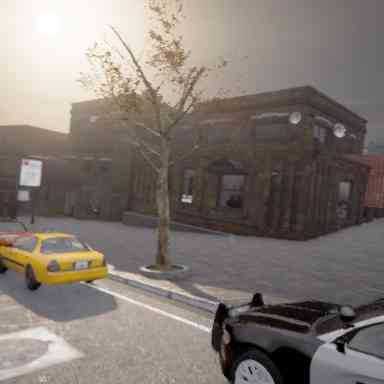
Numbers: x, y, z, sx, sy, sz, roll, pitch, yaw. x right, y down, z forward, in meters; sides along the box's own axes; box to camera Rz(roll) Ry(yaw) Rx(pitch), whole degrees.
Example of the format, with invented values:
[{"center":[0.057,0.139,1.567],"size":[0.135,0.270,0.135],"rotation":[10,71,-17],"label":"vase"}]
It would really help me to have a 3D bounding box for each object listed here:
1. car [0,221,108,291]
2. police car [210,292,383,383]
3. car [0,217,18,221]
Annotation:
[{"center":[-4.649,1.927,10.497],"size":[1.801,1.575,5.366],"rotation":[5,-4,-44],"label":"car"},{"center":[2.402,1.690,3.234],"size":[1.930,1.638,5.238],"rotation":[5,-4,-44],"label":"police car"},{"center":[-8.713,1.938,14.684],"size":[2.097,1.767,4.553],"rotation":[5,-4,-45],"label":"car"}]
